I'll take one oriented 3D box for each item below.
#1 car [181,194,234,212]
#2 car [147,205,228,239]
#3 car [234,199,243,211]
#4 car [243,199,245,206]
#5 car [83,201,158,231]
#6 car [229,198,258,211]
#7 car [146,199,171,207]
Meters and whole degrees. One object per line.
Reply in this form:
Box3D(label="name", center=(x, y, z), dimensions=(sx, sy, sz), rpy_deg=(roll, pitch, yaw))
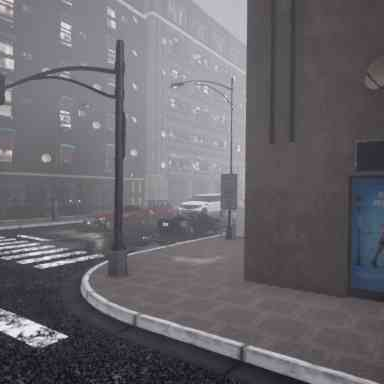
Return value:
Box3D(label="car", center=(1.144, 1.171, 28.905), dimensions=(2.150, 2.045, 5.566), rpy_deg=(1, 1, 35))
Box3D(label="car", center=(-0.081, 1.599, 17.733), dimensions=(1.947, 1.339, 4.313), rpy_deg=(1, 1, 35))
Box3D(label="car", center=(3.096, 1.223, 35.979), dimensions=(2.192, 1.841, 5.009), rpy_deg=(1, 1, 35))
Box3D(label="car", center=(7.017, 1.289, 37.261), dimensions=(2.097, 1.767, 4.553), rpy_deg=(1, 1, 35))
Box3D(label="car", center=(-4.530, 1.487, 20.820), dimensions=(1.812, 1.442, 4.674), rpy_deg=(1, 1, 35))
Box3D(label="car", center=(6.302, 1.483, 40.556), dimensions=(1.802, 1.307, 4.206), rpy_deg=(1, 1, 35))
Box3D(label="car", center=(-3.322, 1.362, 26.830), dimensions=(1.967, 1.590, 4.097), rpy_deg=(1, 1, 35))
